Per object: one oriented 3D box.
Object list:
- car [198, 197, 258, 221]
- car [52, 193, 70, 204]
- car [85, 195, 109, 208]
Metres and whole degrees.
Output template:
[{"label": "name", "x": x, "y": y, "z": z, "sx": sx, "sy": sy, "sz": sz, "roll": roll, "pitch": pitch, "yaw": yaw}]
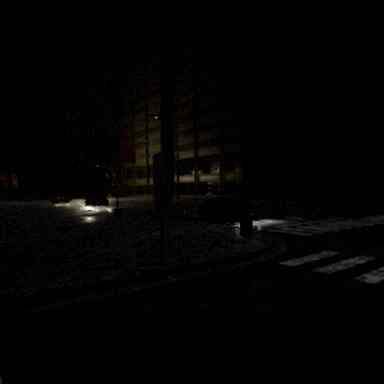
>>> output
[{"label": "car", "x": 2.337, "y": 1.117, "z": 22.670, "sx": 1.837, "sy": 1.490, "sz": 4.892, "roll": -2, "pitch": 1, "yaw": -36}, {"label": "car", "x": -22.481, "y": 1.104, "z": 56.981, "sx": 2.097, "sy": 1.767, "sz": 4.553, "roll": -2, "pitch": 1, "yaw": -36}, {"label": "car", "x": -12.294, "y": 1.162, "z": 42.901, "sx": 1.882, "sy": 1.535, "sz": 5.008, "roll": -2, "pitch": 1, "yaw": -36}]
